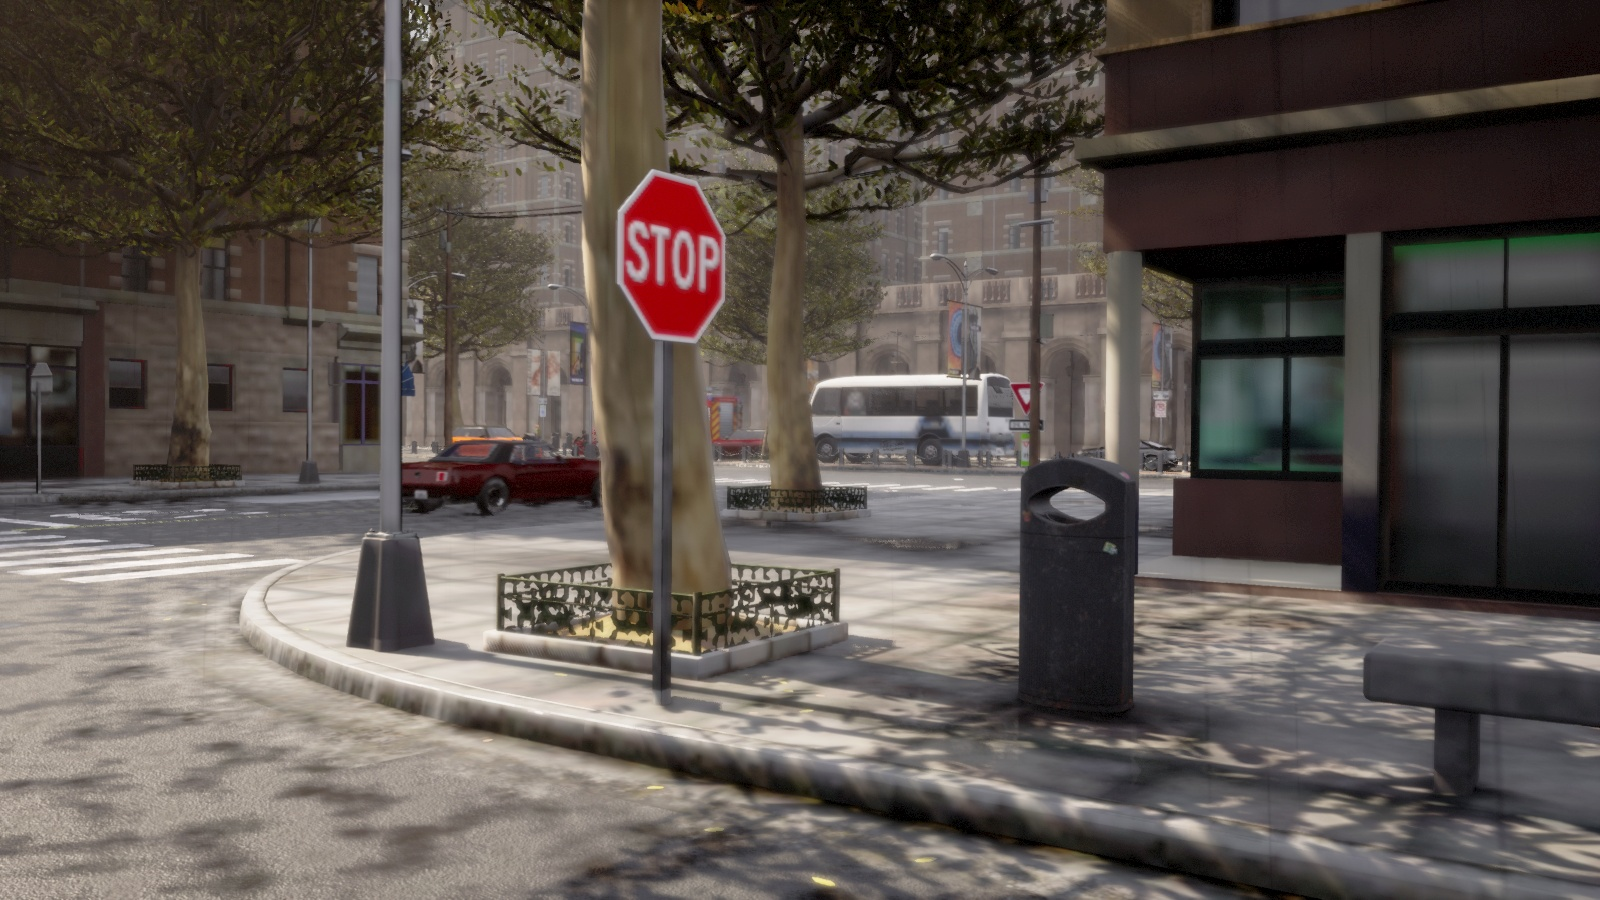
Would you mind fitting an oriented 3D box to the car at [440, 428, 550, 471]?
[{"bbox_3d":[-13.097,-0.027,53.866,4.553,1.767,2.097,0,1,35],"label":"car"}]

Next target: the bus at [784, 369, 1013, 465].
[{"bbox_3d":[4.592,-1.503,60.024,10.273,4.253,3.944,0,1,34],"label":"bus"}]

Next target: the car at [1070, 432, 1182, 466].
[{"bbox_3d":[13.947,-0.065,53.745,4.181,1.385,1.994,0,1,35],"label":"car"}]

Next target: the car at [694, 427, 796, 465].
[{"bbox_3d":[-2.671,-0.214,60.684,4.553,1.767,2.097,0,1,34],"label":"car"}]

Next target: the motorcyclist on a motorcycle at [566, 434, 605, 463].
[{"bbox_3d":[-11.368,-0.092,66.537,2.044,1.523,0.797,0,1,34],"label":"motorcyclist on a motorcycle"}]

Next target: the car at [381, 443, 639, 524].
[{"bbox_3d":[-5.276,0.559,23.513,1.895,1.301,4.718,0,1,33],"label":"car"}]

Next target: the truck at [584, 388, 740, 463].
[{"bbox_3d":[-7.549,-1.291,68.144,8.468,3.827,2.891,0,1,33],"label":"truck"}]
